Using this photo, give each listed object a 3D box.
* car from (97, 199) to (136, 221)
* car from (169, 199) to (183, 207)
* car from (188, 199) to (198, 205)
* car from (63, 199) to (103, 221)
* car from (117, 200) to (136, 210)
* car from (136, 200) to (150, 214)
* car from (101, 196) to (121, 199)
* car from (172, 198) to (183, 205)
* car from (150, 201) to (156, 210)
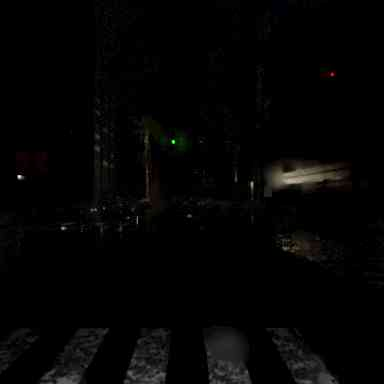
[{"bbox_3d":[-6.554,1.653,29.454,1.882,1.535,5.008,0,0,0],"label":"car"},{"bbox_3d":[-3.056,1.929,59.371,1.812,1.442,4.674,0,0,0],"label":"car"},{"bbox_3d":[0.214,2.052,69.684,1.994,1.385,4.181,0,0,0],"label":"car"},{"bbox_3d":[-9.800,1.655,29.717,1.882,1.535,5.008,0,0,0],"label":"car"},{"bbox_3d":[-9.757,1.887,49.623,1.994,1.385,4.181,0,0,0],"label":"car"},{"bbox_3d":[-6.538,1.733,38.921,2.128,1.511,4.902,0,0,0],"label":"car"},{"bbox_3d":[-9.790,1.468,39.664,2.150,2.045,5.566,0,0,0],"label":"car"},{"bbox_3d":[-3.036,2.051,69.664,1.994,1.385,4.181,0,0,0],"label":"car"},{"bbox_3d":[-6.513,1.918,48.809,1.895,1.301,4.718,0,0,0],"label":"car"}]
